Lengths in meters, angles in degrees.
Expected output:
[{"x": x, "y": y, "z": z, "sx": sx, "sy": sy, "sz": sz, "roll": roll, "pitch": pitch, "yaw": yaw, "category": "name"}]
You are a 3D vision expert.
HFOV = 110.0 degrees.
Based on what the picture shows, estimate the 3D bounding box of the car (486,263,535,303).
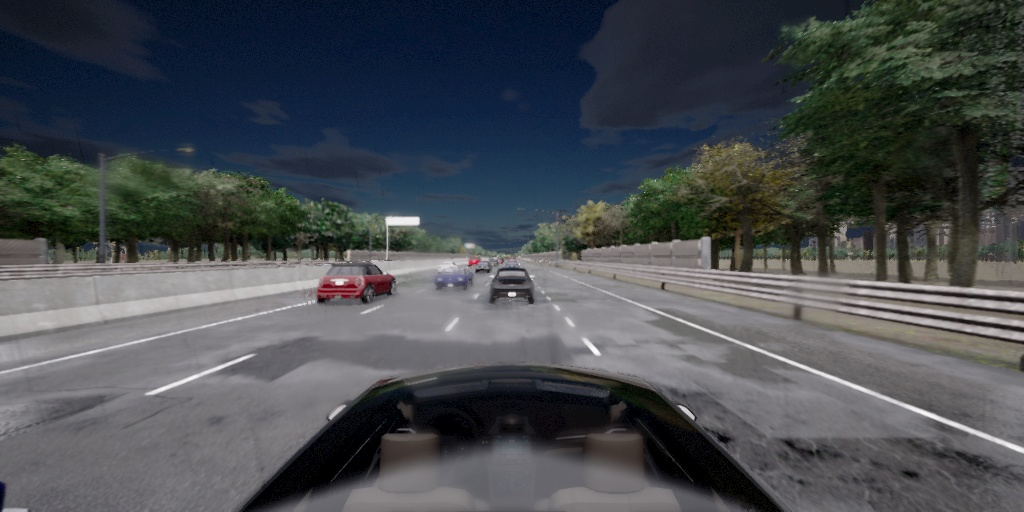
[{"x": 0.004, "y": 1.273, "z": 16.680, "sx": 1.837, "sy": 1.490, "sz": 4.892, "roll": 0, "pitch": 0, "yaw": 0, "category": "car"}]

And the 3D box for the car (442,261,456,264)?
[{"x": -6.990, "y": 1.323, "z": 39.661, "sx": 1.812, "sy": 1.442, "sz": 4.674, "roll": 0, "pitch": 0, "yaw": 0, "category": "car"}]

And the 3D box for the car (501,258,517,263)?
[{"x": 0.011, "y": 1.355, "z": 46.402, "sx": 2.033, "sy": 1.411, "sz": 5.357, "roll": 0, "pitch": 0, "yaw": 0, "category": "car"}]

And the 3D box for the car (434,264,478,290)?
[{"x": -3.495, "y": 1.374, "z": 22.660, "sx": 1.895, "sy": 1.301, "sz": 4.718, "roll": 0, "pitch": 0, "yaw": 0, "category": "car"}]

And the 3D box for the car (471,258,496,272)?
[{"x": -3.487, "y": 1.352, "z": 44.729, "sx": 2.033, "sy": 1.411, "sz": 5.357, "roll": 0, "pitch": 0, "yaw": 0, "category": "car"}]

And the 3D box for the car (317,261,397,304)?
[{"x": -6.997, "y": 1.118, "z": 16.673, "sx": 2.097, "sy": 1.767, "sz": 4.553, "roll": 0, "pitch": 0, "yaw": 0, "category": "car"}]
